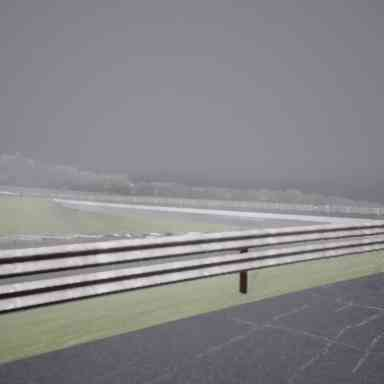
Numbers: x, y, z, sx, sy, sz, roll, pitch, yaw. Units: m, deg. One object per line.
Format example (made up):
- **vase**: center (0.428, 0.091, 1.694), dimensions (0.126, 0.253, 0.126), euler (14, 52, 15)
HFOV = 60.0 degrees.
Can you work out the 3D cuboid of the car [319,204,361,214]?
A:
- **car**: center (18.034, 2.217, 40.522), dimensions (4.674, 1.442, 1.812), euler (2, -2, 30)
